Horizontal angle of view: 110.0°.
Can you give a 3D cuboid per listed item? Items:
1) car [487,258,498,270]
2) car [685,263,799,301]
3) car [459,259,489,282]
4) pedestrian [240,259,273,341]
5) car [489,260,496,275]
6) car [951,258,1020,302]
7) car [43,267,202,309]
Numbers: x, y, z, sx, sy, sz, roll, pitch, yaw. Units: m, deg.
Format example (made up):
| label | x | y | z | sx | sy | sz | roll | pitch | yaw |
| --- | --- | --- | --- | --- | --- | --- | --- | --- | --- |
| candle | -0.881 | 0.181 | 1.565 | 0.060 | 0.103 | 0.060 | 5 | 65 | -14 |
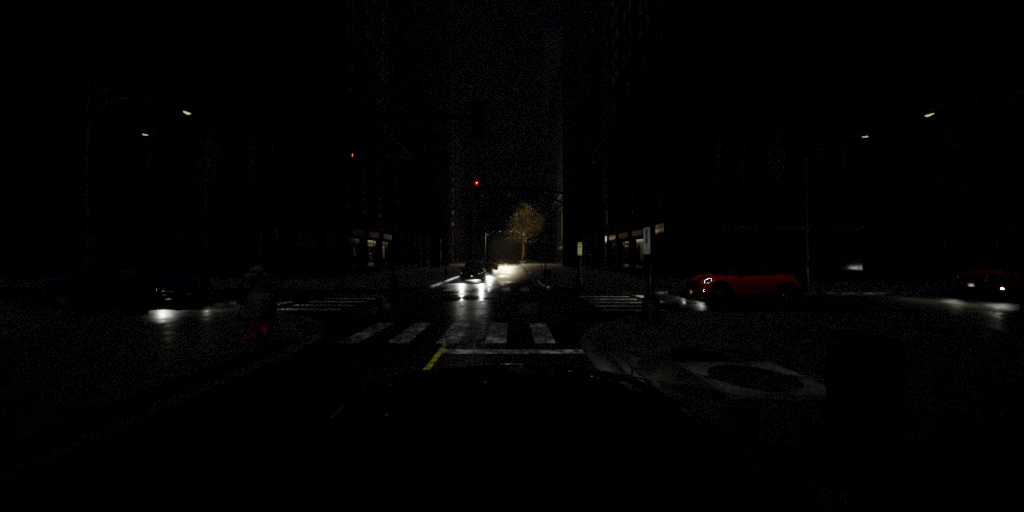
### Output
| label | x | y | z | sx | sy | sz | roll | pitch | yaw |
| --- | --- | --- | --- | --- | --- | --- | --- | --- | --- |
| car | -3.066 | 1.120 | 51.601 | 2.097 | 1.767 | 4.553 | 0 | 0 | 0 |
| car | 10.785 | 1.138 | 17.088 | 4.553 | 1.767 | 2.097 | 0 | 0 | 0 |
| car | -3.092 | 1.255 | 29.117 | 1.837 | 1.490 | 4.892 | 0 | 0 | -2 |
| pedestrian | -5.535 | 0.891 | 7.790 | 0.375 | 1.860 | 0.375 | 0 | 0 | 0 |
| car | -3.086 | 1.355 | 39.193 | 1.895 | 1.301 | 4.718 | 0 | 0 | 0 |
| car | 24.640 | 1.052 | 17.077 | 5.566 | 2.045 | 2.150 | 0 | 0 | 0 |
| car | -14.907 | 1.176 | 13.895 | 5.008 | 1.535 | 1.882 | 0 | 0 | 2 |
